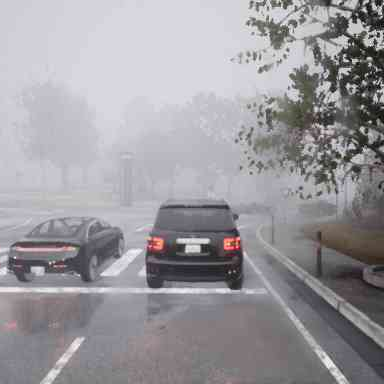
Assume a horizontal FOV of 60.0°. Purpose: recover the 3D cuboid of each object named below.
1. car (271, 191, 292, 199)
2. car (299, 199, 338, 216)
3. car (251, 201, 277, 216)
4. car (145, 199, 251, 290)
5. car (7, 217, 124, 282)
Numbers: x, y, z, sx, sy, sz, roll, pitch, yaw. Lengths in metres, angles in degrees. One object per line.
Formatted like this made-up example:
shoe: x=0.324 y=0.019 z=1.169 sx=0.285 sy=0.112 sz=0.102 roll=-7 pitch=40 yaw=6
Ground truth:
car: x=16.659 y=0.595 z=62.993 sx=2.033 sy=1.411 sz=5.357 roll=-1 pitch=2 yaw=-23
car: x=12.468 y=1.460 z=32.684 sx=5.008 sy=1.535 sz=1.882 roll=-1 pitch=2 yaw=-41
car: x=5.977 y=1.522 z=31.462 sx=4.718 sy=1.301 sz=1.895 roll=1 pitch=1 yaw=-41
car: x=0.147 y=1.195 z=9.232 sx=2.150 sy=2.045 sz=5.566 roll=0 pitch=0 yaw=3
car: x=-3.296 y=1.463 z=9.647 sx=2.128 sy=1.511 sz=4.902 roll=0 pitch=0 yaw=1
